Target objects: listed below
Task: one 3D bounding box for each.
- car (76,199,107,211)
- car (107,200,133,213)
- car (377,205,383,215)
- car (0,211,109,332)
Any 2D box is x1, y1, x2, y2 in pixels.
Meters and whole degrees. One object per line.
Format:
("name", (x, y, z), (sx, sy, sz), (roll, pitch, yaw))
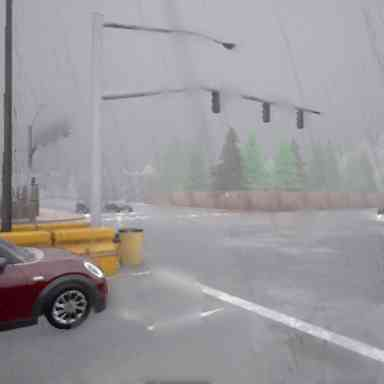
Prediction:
("car", (-11.722, 1.594, 37.709), (1.837, 1.490, 4.892), (1, 0, -36))
("car", (-8.724, 1.641, 39.537), (1.812, 1.442, 4.674), (1, 0, -36))
("car", (22.588, 1.861, 37.208), (4.181, 1.385, 1.994), (1, 0, -35))
("car", (-3.715, 1.351, 5.420), (4.553, 1.767, 2.097), (1, 0, -35))
